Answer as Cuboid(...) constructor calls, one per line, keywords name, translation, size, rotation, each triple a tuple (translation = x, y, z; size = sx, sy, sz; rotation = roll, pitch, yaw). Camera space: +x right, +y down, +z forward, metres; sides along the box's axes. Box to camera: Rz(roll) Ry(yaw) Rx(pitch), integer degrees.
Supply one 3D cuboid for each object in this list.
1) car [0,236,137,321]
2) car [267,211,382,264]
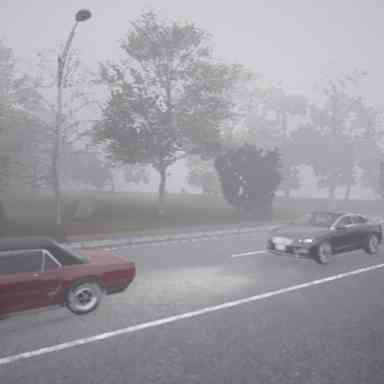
Cuboid(name="car", translation=(-3.505, 1.526, 5.868), size=(4.718, 1.301, 1.895), rotation=(0, 1, -34))
Cuboid(name="car", translation=(4.704, 1.420, 11.551), size=(4.902, 1.511, 2.128), rotation=(0, 1, -35))
